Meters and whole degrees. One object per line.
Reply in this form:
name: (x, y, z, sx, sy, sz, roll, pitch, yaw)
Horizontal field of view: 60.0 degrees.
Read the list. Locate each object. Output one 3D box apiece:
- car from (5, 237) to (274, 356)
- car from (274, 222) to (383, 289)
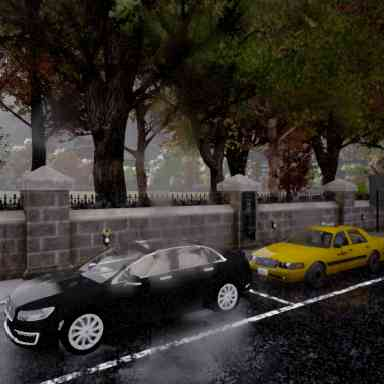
car: (-0.834, 1.551, 5.970, 4.403, 1.369, 2.008, 0, 0, -36)
car: (3.607, 1.526, 9.148, 4.829, 1.417, 1.752, 0, 0, -36)
